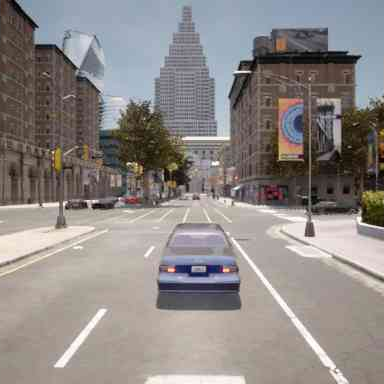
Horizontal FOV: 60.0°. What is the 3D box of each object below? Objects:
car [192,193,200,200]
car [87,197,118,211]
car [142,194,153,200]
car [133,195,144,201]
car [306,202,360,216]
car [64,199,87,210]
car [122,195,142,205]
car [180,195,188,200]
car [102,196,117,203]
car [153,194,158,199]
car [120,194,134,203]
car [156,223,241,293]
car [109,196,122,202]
[{"bbox_3d":[1.158,1.350,90.063,2.097,1.767,4.553,0,0,1],"label":"car"},{"bbox_3d":[-11.077,1.601,41.555,1.895,1.301,4.718,0,0,1],"label":"car"},{"bbox_3d":[-10.555,1.500,73.832,1.837,1.490,4.892,0,0,1],"label":"car"},{"bbox_3d":[-13.886,1.477,86.774,1.882,1.535,5.008,0,0,1],"label":"car"},{"bbox_3d":[13.813,1.600,32.628,4.718,1.301,1.895,0,0,1],"label":"car"},{"bbox_3d":[-14.569,1.564,42.045,1.994,1.385,4.181,0,0,1],"label":"car"},{"bbox_3d":[-10.806,1.478,59.908,1.882,1.535,5.008,0,0,1],"label":"car"},{"bbox_3d":[-2.342,1.519,90.138,1.812,1.442,4.674,0,0,1],"label":"car"},{"bbox_3d":[-17.357,1.595,69.885,1.895,1.301,4.718,0,0,1],"label":"car"},{"bbox_3d":[-10.359,1.352,88.817,2.097,1.767,4.553,0,0,1],"label":"car"},{"bbox_3d":[-14.077,1.355,72.183,2.097,1.767,4.553,0,0,1],"label":"car"},{"bbox_3d":[0.176,1.547,8.984,2.033,1.411,5.357,0,0,1],"label":"car"},{"bbox_3d":[-14.325,1.600,58.730,1.895,1.301,4.718,0,0,1],"label":"car"}]
